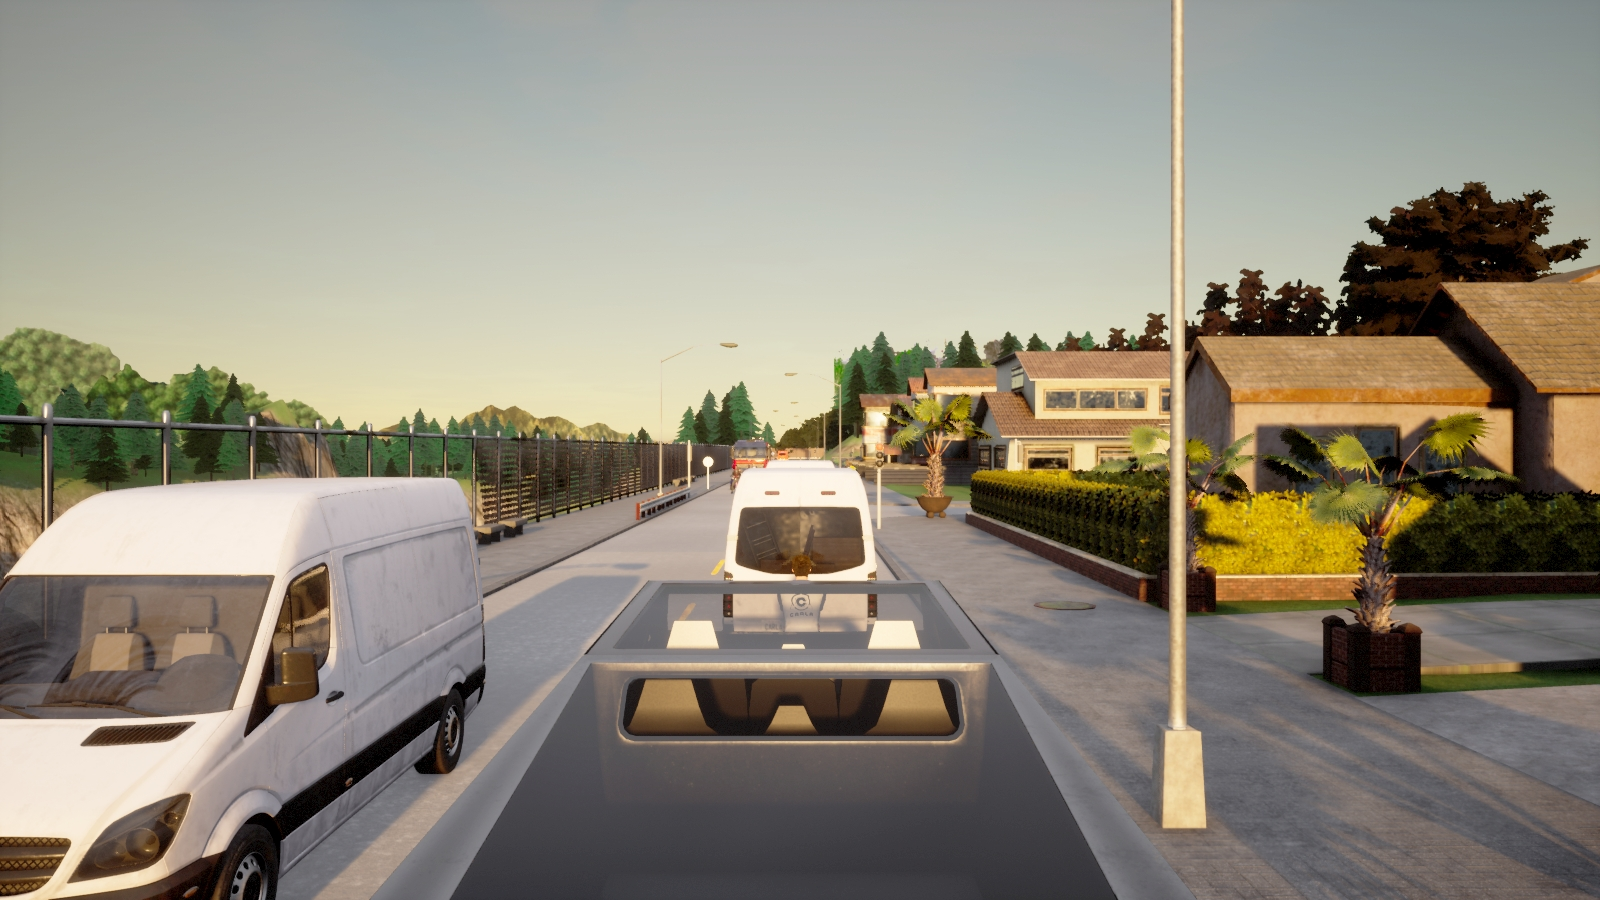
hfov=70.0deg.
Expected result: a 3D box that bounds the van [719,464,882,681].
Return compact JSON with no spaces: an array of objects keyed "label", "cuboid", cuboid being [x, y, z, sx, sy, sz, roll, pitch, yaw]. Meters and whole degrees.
[{"label":"van","cuboid":[0.009,1.528,16.844,1.988,2.561,5.915,0,0,0]}]

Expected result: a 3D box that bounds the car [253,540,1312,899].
[{"label":"car","cuboid":[-0.034,1.751,5.716,2.390,2.098,6.274,0,0,0]}]

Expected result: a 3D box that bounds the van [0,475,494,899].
[{"label":"van","cuboid":[-3.993,1.531,8.228,1.988,2.561,5.915,0,0,0]}]

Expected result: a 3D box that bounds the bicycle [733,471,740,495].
[{"label":"bicycle","cuboid":[-3.968,2.032,71.211,0.329,1.471,1.835,0,0,0]}]
